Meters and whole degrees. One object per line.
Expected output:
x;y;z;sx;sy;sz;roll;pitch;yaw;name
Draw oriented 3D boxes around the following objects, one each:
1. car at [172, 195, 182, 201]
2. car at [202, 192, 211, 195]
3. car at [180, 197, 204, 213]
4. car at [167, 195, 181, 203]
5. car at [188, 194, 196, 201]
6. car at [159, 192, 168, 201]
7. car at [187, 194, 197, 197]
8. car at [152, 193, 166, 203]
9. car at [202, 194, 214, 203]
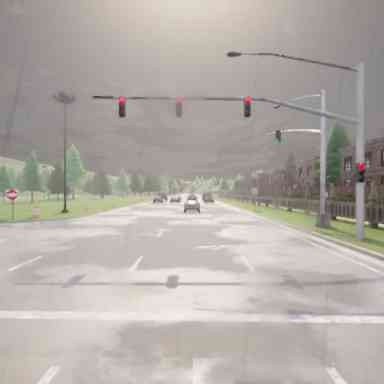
-3.489;1.387;78.676;2.033;1.411;5.357;0;0;0;car
3.511;1.072;78.705;2.150;2.045;5.566;0;0;0;car
0.005;1.555;37.642;2.033;1.411;5.357;0;0;0;car
-3.490;1.577;68.673;1.994;1.385;4.181;0;0;0;car
0.011;1.347;78.675;1.837;1.490;4.892;0;0;0;car
-6.989;1.072;78.706;2.150;2.045;5.566;0;0;0;car
0.010;1.365;68.642;2.097;1.767;4.553;0;0;0;car
-6.990;1.538;68.673;1.812;1.442;4.674;0;0;0;car
3.510;1.614;68.702;1.895;1.301;4.718;0;0;0;car
